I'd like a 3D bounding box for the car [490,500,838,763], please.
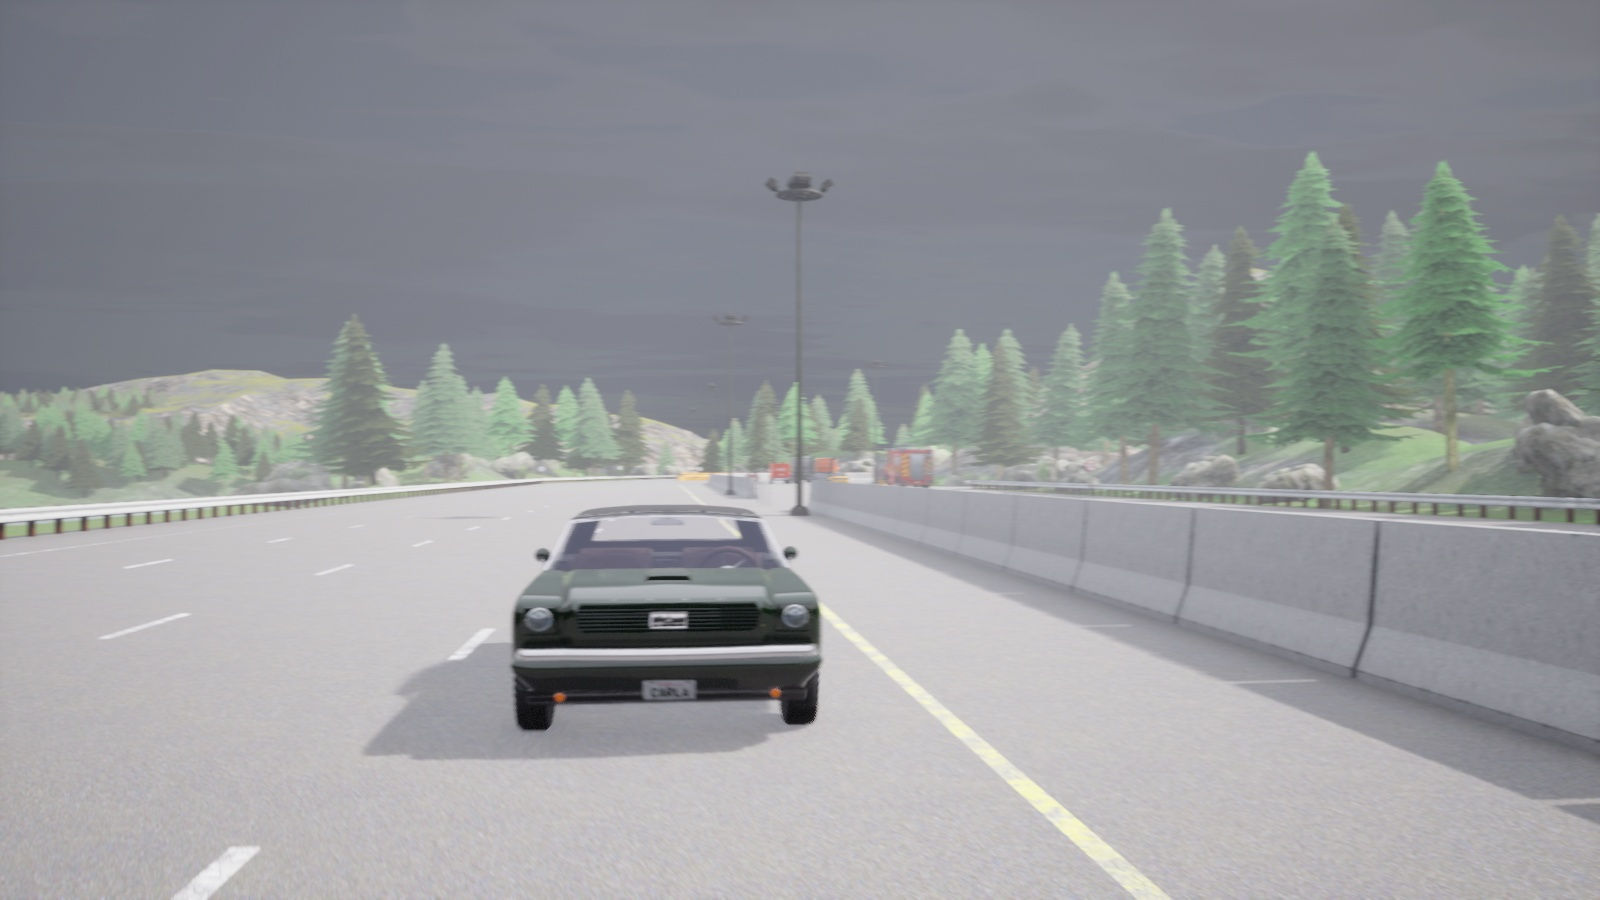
[{"bbox_3d":[-0.993,1.078,9.253,1.895,1.301,4.718,0,-1,-6],"label":"car"}]
